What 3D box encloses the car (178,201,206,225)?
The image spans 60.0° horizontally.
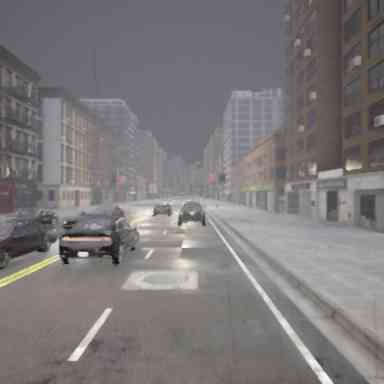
[{"bbox_3d":[0.012,1.618,26.354,2.097,1.767,4.553,0,-1,0],"label":"car"}]

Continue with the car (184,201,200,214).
[{"bbox_3d":[0.053,1.905,42.314,1.882,1.535,5.008,0,0,0],"label":"car"}]

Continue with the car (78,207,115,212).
[{"bbox_3d":[-6.504,1.825,21.042,1.895,1.301,4.718,0,-1,0],"label":"car"}]

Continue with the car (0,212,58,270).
[{"bbox_3d":[-6.588,1.666,11.689,2.033,1.411,5.357,0,-1,0],"label":"car"}]

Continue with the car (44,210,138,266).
[{"bbox_3d":[-3.153,1.615,12.063,2.128,1.511,4.902,0,-1,0],"label":"car"}]

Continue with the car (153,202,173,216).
[{"bbox_3d":[-3.161,1.862,36.648,2.128,1.511,4.902,0,-1,0],"label":"car"}]

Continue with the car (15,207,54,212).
[{"bbox_3d":[-9.766,1.697,20.185,2.128,1.511,4.902,0,-1,0],"label":"car"}]

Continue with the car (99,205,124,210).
[{"bbox_3d":[-6.534,1.732,25.884,1.882,1.535,5.008,0,-1,0],"label":"car"}]
